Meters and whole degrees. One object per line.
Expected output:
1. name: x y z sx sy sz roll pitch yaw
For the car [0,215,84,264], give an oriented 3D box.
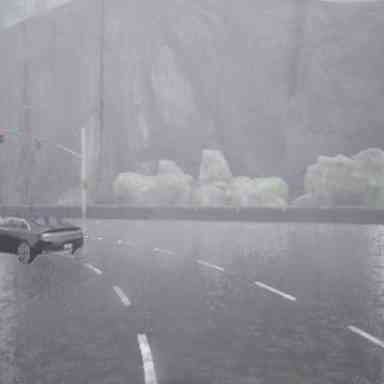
1. car: -6.087 1.593 12.215 4.902 1.511 2.128 -1 -1 33
